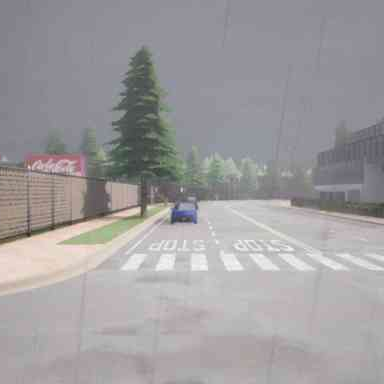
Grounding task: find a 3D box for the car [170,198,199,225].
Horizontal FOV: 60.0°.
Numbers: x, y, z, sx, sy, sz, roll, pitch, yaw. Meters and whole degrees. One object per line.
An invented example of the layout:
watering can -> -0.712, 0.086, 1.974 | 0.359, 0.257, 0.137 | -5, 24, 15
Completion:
car -> -0.545, 1.498, 24.451 | 1.882, 1.535, 5.008 | 0, 0, 0
